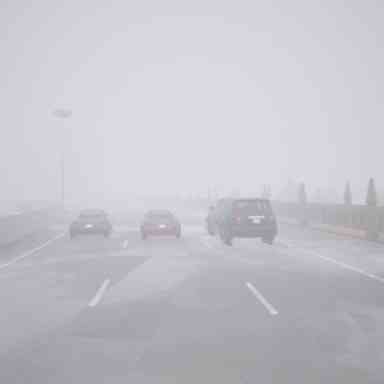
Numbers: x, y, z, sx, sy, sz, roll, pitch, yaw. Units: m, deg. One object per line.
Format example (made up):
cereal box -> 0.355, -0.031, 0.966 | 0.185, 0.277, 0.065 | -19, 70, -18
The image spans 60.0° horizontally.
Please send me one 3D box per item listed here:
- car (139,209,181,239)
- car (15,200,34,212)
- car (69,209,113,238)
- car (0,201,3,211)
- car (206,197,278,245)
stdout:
car -> -1.794, 1.613, 17.940 | 1.994, 1.385, 4.181 | 0, 0, -10
car -> -21.413, 1.706, 42.552 | 1.812, 1.442, 4.674 | 0, 0, -28
car -> -5.397, 1.627, 18.218 | 1.994, 1.385, 4.181 | 0, 0, -10
car -> -26.123, 1.679, 43.877 | 1.882, 1.535, 5.008 | 0, 0, -30
car -> 2.167, 1.251, 15.865 | 2.150, 2.045, 5.566 | 0, 0, -8
